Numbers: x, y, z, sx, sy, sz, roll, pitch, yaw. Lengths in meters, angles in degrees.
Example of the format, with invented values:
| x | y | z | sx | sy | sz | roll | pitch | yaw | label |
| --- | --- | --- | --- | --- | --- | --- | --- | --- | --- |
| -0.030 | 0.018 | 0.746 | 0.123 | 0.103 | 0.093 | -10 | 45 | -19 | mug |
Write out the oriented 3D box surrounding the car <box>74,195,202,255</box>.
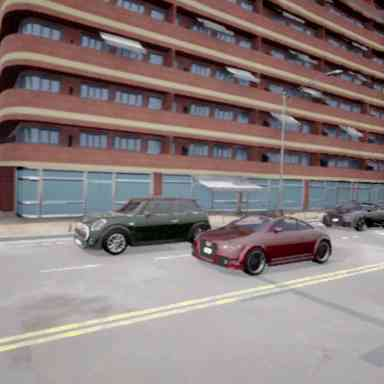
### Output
| x | y | z | sx | sy | sz | roll | pitch | yaw | label |
| --- | --- | --- | --- | --- | --- | --- | --- | --- | --- |
| -1.560 | 0.948 | 11.337 | 4.553 | 1.767 | 2.097 | 1 | 2 | -33 | car |

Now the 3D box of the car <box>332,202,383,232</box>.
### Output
| x | y | z | sx | sy | sz | roll | pitch | yaw | label |
| --- | --- | --- | --- | --- | --- | --- | --- | --- | --- |
| 9.055 | 1.277 | 18.158 | 4.181 | 1.385 | 1.994 | 1 | 2 | -33 | car |

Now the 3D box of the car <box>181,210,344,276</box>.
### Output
| x | y | z | sx | sy | sz | roll | pitch | yaw | label |
| --- | --- | --- | --- | --- | --- | --- | --- | --- | --- |
| 2.087 | 1.325 | 9.534 | 4.181 | 1.385 | 1.994 | 1 | 2 | -33 | car |
